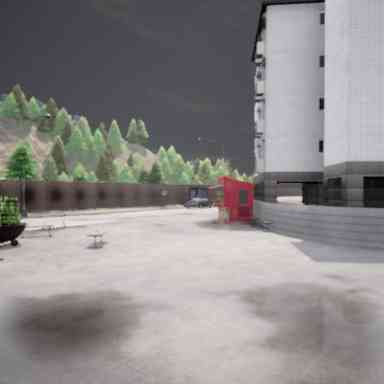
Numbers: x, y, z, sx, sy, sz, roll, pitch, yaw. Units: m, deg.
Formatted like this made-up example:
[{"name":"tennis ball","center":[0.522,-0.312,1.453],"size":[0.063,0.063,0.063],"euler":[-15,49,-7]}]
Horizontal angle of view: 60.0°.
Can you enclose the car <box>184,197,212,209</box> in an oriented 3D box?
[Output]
[{"name":"car","center":[0.849,1.383,42.104],"size":[1.812,1.442,4.674],"euler":[0,0,35]}]
